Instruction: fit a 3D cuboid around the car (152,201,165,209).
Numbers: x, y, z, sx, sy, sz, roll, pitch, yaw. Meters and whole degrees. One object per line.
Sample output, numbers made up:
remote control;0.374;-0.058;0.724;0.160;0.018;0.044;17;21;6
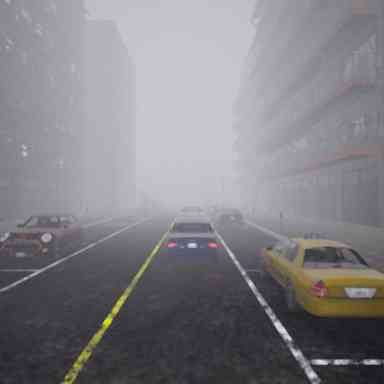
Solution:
car;-5.835;2.201;57.627;1.802;1.307;4.206;1;-1;0

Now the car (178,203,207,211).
car;0.002;1.904;28.256;1.895;1.301;4.718;0;-1;0

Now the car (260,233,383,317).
car;2.706;1.608;7.658;1.752;1.417;4.829;1;-1;0

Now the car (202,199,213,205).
car;2.818;2.049;46.463;2.008;1.369;4.403;1;-1;0

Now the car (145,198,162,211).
car;-5.827;1.814;46.494;2.192;1.841;5.009;1;-1;0

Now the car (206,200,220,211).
car;2.822;1.906;35.497;1.752;1.417;4.829;1;-1;0

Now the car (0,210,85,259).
car;-5.703;1.581;13.086;1.967;1.590;4.097;1;-1;0

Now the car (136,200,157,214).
car;-5.827;1.989;40.924;2.008;1.369;4.403;1;-1;0

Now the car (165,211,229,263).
car;0.005;1.683;12.543;2.033;1.411;5.357;0;-1;0

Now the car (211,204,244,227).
car;2.761;1.832;24.833;1.947;1.339;4.313;1;-1;0

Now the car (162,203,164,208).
car;-5.832;2.125;52.060;1.947;1.339;4.313;1;-1;0

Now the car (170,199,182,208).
car;-3.045;2.025;62.650;2.097;1.767;4.553;0;-1;0
